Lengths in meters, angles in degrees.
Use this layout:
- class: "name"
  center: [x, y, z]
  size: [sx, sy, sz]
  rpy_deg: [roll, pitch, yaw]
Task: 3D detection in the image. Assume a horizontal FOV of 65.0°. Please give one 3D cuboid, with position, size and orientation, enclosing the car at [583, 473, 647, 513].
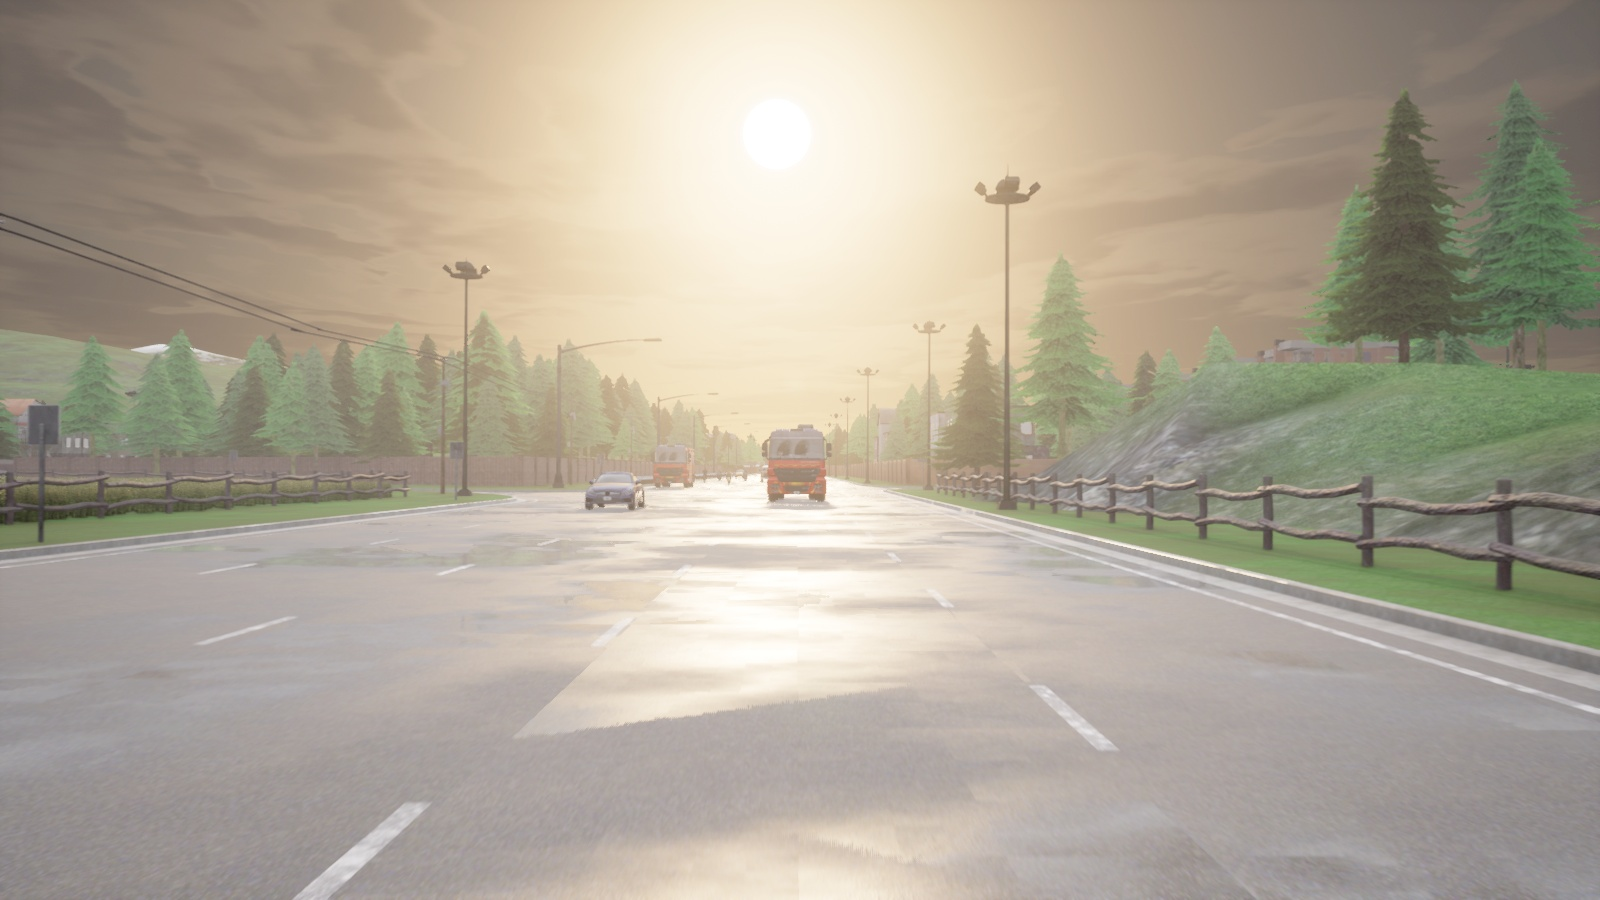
- class: "car"
  center: [-7.117, 1.623, 48.701]
  size: [1.812, 1.442, 4.674]
  rpy_deg: [0, -1, 0]

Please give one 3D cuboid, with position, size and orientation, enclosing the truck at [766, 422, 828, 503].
- class: "truck"
  center: [-0.158, 0.640, 63.828]
  size: [2.891, 3.827, 8.468]
  rpy_deg: [0, -1, 0]
